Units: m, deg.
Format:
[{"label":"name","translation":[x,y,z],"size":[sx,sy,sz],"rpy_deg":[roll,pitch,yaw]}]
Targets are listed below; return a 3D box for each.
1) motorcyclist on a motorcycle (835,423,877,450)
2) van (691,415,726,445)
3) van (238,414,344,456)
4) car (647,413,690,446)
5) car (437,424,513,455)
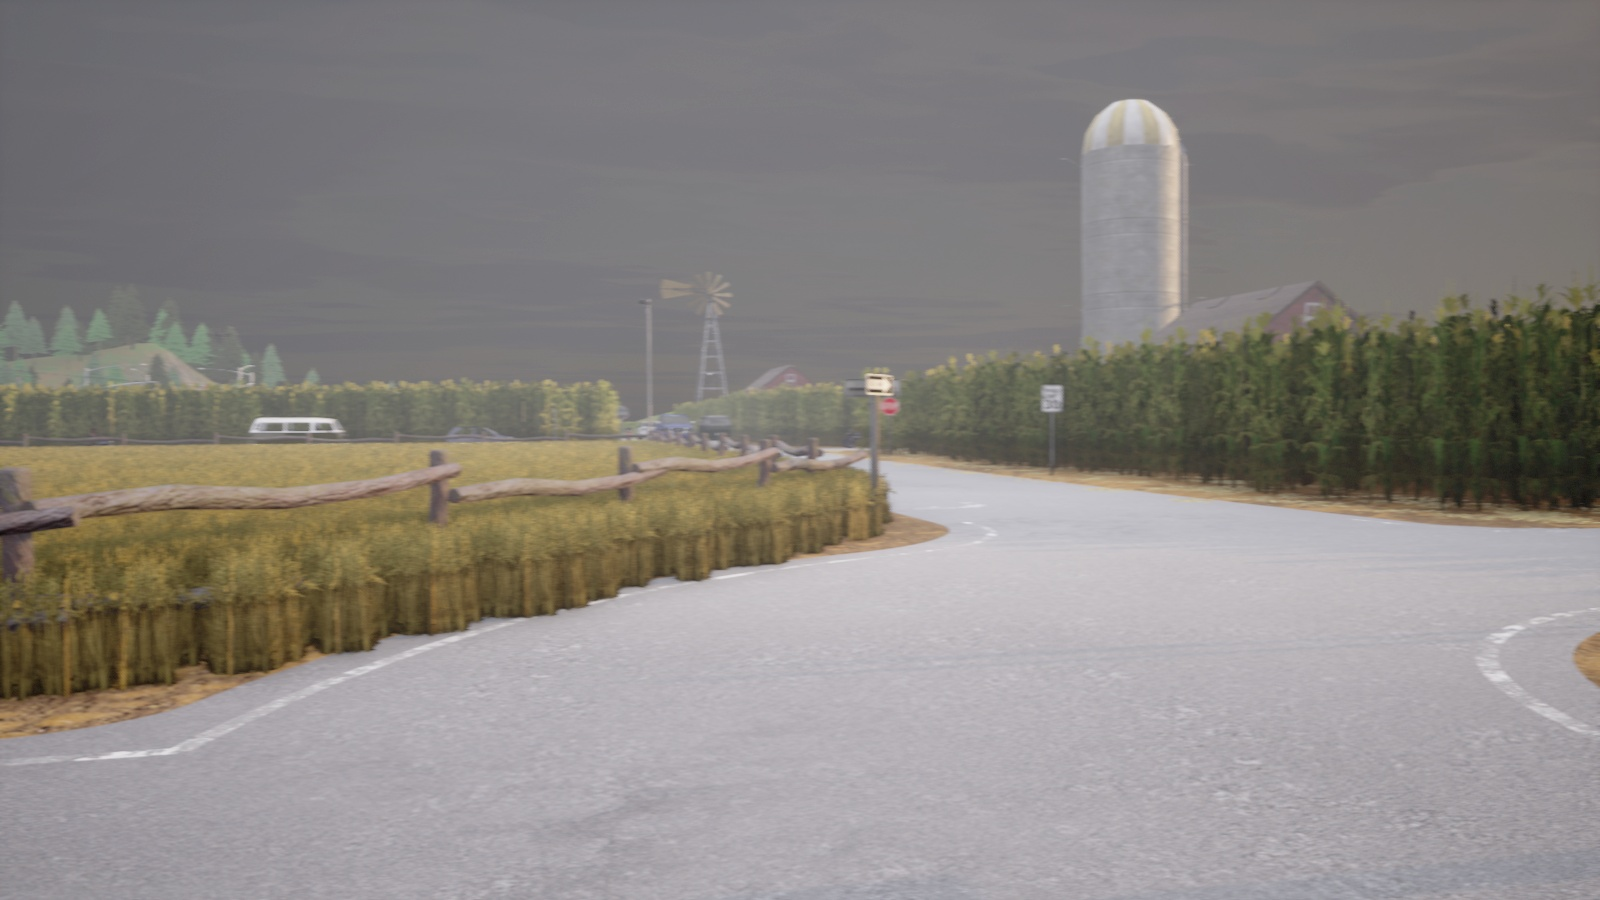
[{"label":"motorcyclist on a motorcycle","translation":[3.154,-0.758,70.552],"size":[2.191,1.530,0.866],"rpy_deg":[0,1,-12]},{"label":"van","translation":[-6.176,-1.373,84.361],"size":[1.775,1.987,4.442],"rpy_deg":[0,2,-12]},{"label":"van","translation":[-24.822,-0.746,61.411],"size":[4.480,2.038,2.069],"rpy_deg":[0,1,-12]},{"label":"car","translation":[-8.358,-1.310,79.644],"size":[2.150,2.045,5.566],"rpy_deg":[0,1,-12]},{"label":"car","translation":[-16.338,-0.524,63.226],"size":[3.633,1.501,1.845],"rpy_deg":[-1,1,-12]}]
